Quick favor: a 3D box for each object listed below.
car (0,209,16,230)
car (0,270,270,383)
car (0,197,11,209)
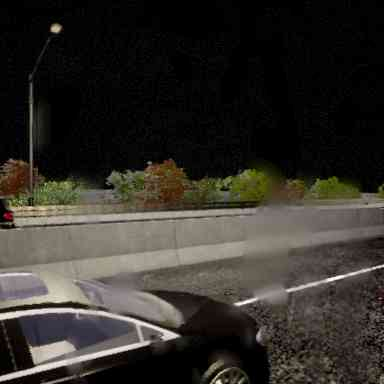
[{"bbox_3d":[-8.545,1.502,10.785,4.892,1.490,1.837,0,0,-35],"label":"car"},{"bbox_3d":[-1.402,1.492,2.870,4.902,1.511,2.128,0,0,-35],"label":"car"},{"bbox_3d":[-10.416,1.218,13.752,5.566,2.045,2.150,0,0,-35],"label":"car"}]
